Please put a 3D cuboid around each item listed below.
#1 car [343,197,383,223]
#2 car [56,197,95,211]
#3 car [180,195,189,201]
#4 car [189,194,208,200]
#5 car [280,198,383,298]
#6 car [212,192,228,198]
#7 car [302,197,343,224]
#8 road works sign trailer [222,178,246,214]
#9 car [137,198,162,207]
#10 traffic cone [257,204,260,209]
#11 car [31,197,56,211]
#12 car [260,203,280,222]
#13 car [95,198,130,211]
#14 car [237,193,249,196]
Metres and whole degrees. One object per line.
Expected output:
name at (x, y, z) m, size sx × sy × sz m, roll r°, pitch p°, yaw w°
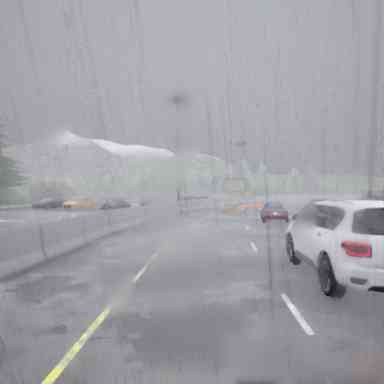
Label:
car at (13.556, 1.303, 26.145) m, size 2.097 × 1.767 × 4.553 m, roll 0°, pitch 0°, yaw 12°
car at (-12.680, 1.319, 37.704) m, size 1.882 × 1.535 × 5.008 m, roll 0°, pitch 0°, yaw 14°
car at (-1.238, 1.310, 76.639) m, size 1.895 × 1.301 × 4.718 m, roll 0°, pitch 0°, yaw 28°
car at (2.015, 1.188, 75.285) m, size 1.882 × 1.535 × 5.008 m, roll 0°, pitch 0°, yaw 28°
car at (3.992, 1.205, 8.543) m, size 2.150 × 2.045 × 5.566 m, roll 0°, pitch 0°, yaw 4°
car at (6.485, 0.957, 76.099) m, size 2.150 × 2.045 × 5.566 m, roll 0°, pitch 0°, yaw 28°
car at (9.834, 1.295, 25.409) m, size 2.097 × 1.767 × 4.553 m, roll 0°, pitch 0°, yaw 11°
road works sign trailer at (4.479, 0.363, 34.632) m, size 2.380 × 3.560 × 2.880 m, roll 0°, pitch 0°, yaw 17°
car at (-4.937, 1.420, 39.598) m, size 1.994 × 1.385 × 4.181 m, roll 0°, pitch 0°, yaw 16°
traffic cone at (7.902, 1.843, 40.919) m, size 0.340 × 0.580 × 0.340 m, roll 0°, pitch 0°, yaw 17°
car at (-16.165, 1.307, 38.186) m, size 1.882 × 1.535 × 5.008 m, roll 0°, pitch 0°, yaw 14°
car at (6.332, 1.497, 25.743) m, size 1.994 × 1.385 × 4.181 m, roll 0°, pitch 0°, yaw 11°
car at (-8.864, 1.413, 38.455) m, size 1.994 × 1.385 × 4.181 m, roll 0°, pitch 0°, yaw 15°
car at (11.766, 0.854, 78.182) m, size 2.097 × 1.767 × 4.553 m, roll 0°, pitch 0°, yaw 30°
